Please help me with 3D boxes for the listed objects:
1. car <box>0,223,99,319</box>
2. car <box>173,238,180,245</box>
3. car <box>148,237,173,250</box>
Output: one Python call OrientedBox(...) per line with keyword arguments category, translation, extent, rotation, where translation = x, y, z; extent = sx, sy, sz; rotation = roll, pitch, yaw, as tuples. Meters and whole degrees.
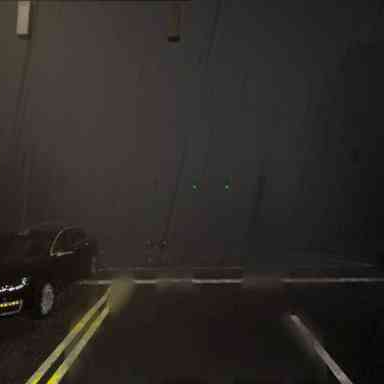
OrientedBox(category="car", translation=(-3.478, 1.498, 7.396), extent=(1.837, 1.490, 4.892), rotation=(0, -2, 0))
OrientedBox(category="car", translation=(-3.183, 8.733, 59.042), extent=(1.895, 1.301, 4.718), rotation=(0, -8, 0))
OrientedBox(category="car", translation=(-3.325, 5.192, 33.706), extent=(1.895, 1.301, 4.718), rotation=(0, -8, 0))
